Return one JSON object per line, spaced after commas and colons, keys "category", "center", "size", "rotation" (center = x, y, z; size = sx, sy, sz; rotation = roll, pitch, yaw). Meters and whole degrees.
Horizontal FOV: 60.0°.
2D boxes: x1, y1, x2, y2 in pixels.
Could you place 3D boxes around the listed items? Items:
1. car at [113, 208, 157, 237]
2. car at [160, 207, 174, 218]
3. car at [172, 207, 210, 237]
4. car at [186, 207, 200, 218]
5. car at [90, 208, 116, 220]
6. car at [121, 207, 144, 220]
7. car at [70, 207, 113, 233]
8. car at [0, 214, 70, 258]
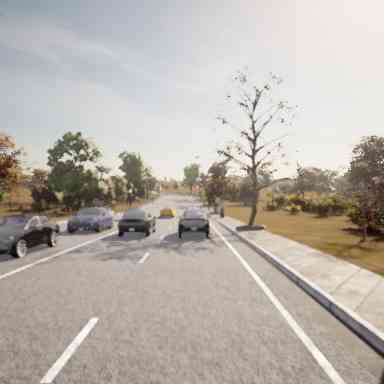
{"category": "car", "center": [-3.383, 1.947, 21.115], "size": [1.837, 1.490, 4.892], "rotation": [0, -2, 0]}
{"category": "car", "center": [-3.375, 2.770, 46.442], "size": [1.882, 1.535, 5.008], "rotation": [0, -2, 0]}
{"category": "car", "center": [0.117, 1.930, 20.997], "size": [2.128, 1.511, 4.902], "rotation": [0, -2, 0]}
{"category": "car", "center": [0.120, 2.815, 46.342], "size": [1.812, 1.442, 4.674], "rotation": [0, -2, 0]}
{"category": "car", "center": [-10.468, 2.572, 39.457], "size": [1.895, 1.301, 4.718], "rotation": [0, -2, 0]}
{"category": "car", "center": [-6.968, 2.530, 39.486], "size": [1.994, 1.385, 4.181], "rotation": [0, -2, 0]}
{"category": "car", "center": [-7.068, 1.874, 23.472], "size": [2.097, 1.767, 4.553], "rotation": [0, -2, 0]}
{"category": "car", "center": [-7.074, 1.691, 13.602], "size": [2.128, 1.511, 4.902], "rotation": [0, -2, 0]}
